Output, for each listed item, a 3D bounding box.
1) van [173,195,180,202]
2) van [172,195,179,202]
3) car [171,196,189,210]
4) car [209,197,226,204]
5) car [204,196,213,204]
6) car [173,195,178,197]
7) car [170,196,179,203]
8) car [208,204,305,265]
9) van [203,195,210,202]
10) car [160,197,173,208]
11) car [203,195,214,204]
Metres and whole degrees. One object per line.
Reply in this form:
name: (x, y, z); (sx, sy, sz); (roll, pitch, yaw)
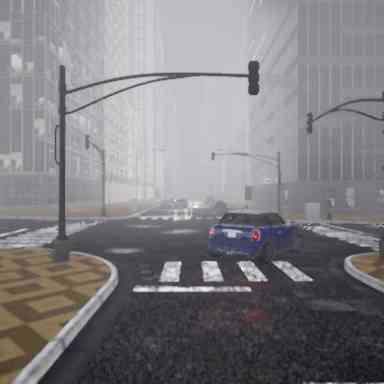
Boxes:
van: (-4.280, 1.726, 91.188); (1.690, 1.788, 3.998); (0, 0, 0)
van: (-4.251, 1.707, 85.661); (1.690, 1.788, 3.998); (0, 0, 0)
car: (-1.570, 1.755, 47.873); (1.812, 1.442, 4.674); (0, 0, 0)
car: (3.883, 1.791, 47.010); (1.947, 1.339, 4.313); (0, 0, 0)
car: (3.688, 1.769, 74.647); (1.967, 1.590, 4.097); (0, 0, 0)
car: (-4.163, 1.875, 69.077); (1.947, 1.339, 4.313); (0, 0, 0)
car: (-4.222, 1.787, 80.133); (1.967, 1.590, 4.097); (0, 0, 0)
car: (2.516, 1.451, 12.421); (2.097, 1.767, 4.553); (1, -1, 35)
van: (3.629, 1.707, 85.702); (1.690, 1.788, 3.998); (0, 0, 0)
car: (-4.076, 1.829, 52.494); (1.802, 1.307, 4.206); (0, 0, 0)
car: (3.717, 1.624, 69.119); (2.192, 1.841, 5.009); (0, 0, 0)
